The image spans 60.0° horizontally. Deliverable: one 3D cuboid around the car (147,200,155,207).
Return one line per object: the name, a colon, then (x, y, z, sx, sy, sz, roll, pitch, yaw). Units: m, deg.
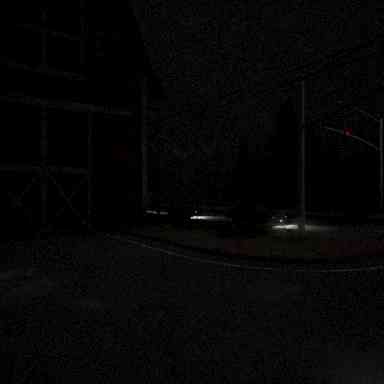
car: (-7.323, 1.893, 50.704, 1.994, 1.385, 4.181, 0, 0, -34)

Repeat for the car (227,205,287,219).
car: (4.948, 1.724, 26.249, 2.033, 1.411, 5.357, 0, 0, -34)

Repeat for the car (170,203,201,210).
car: (-0.716, 1.794, 34.520, 1.994, 1.385, 4.181, 0, 0, -34)
